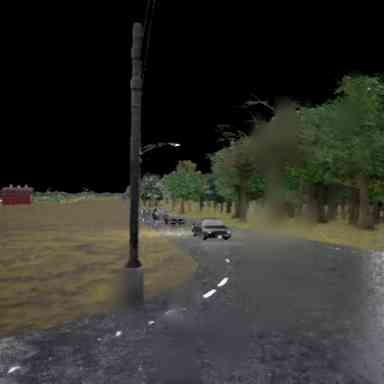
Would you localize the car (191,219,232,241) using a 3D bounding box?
[{"bbox_3d":[1.266,2.631,24.028,2.033,1.411,5.357,1,-3,-12],"label":"car"}]

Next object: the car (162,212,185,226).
[{"bbox_3d":[-2.086,3.396,39.979,1.895,1.301,4.718,1,-3,-12],"label":"car"}]

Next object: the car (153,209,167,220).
[{"bbox_3d":[-5.442,3.643,56.370,2.097,1.767,4.553,1,-2,-12],"label":"car"}]
